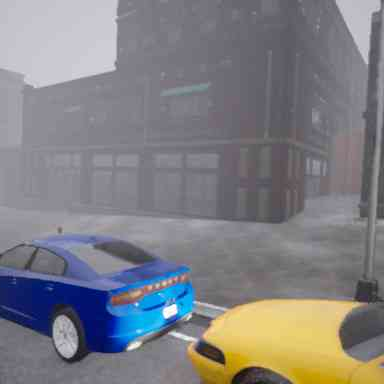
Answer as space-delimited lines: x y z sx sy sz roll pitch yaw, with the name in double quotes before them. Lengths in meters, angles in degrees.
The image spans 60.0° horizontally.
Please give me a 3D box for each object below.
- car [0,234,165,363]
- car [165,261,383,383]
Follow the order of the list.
"car" -2.326 1.505 6.000 5.008 1.535 1.882 -1 0 35
"car" 2.448 1.464 2.622 5.366 1.575 1.801 0 0 36
